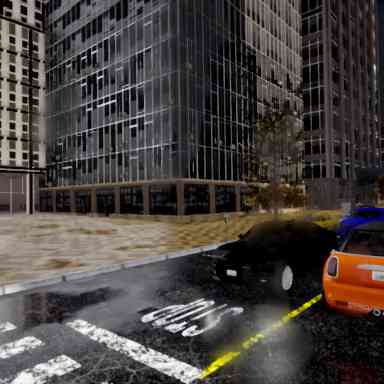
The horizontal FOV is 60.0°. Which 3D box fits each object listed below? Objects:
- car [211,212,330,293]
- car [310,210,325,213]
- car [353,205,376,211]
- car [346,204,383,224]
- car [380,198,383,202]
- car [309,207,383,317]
[{"bbox_3d":[2.532,1.564,9.439,1.882,1.535,5.008,-2,-1,41],"label":"car"},{"bbox_3d":[6.532,1.672,17.997,1.752,1.417,4.829,-1,-1,41],"label":"car"},{"bbox_3d":[9.137,1.555,17.065,1.882,1.535,5.008,-2,-1,41],"label":"car"},{"bbox_3d":[13.922,1.719,26.532,1.802,1.307,4.206,-1,-1,41],"label":"car"},{"bbox_3d":[42.984,1.655,77.771,4.507,1.381,1.887,-1,-2,40],"label":"car"},{"bbox_3d":[4.410,1.357,6.877,2.097,1.767,4.553,-2,-1,41],"label":"car"}]
